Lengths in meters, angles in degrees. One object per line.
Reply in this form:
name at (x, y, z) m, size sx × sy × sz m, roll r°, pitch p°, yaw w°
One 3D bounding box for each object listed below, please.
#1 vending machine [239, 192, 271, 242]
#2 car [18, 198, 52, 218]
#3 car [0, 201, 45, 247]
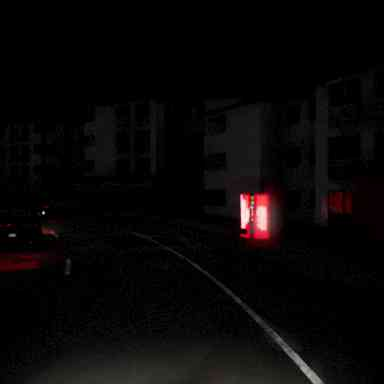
vending machine at (2.738, 1.046, 14.493) m, size 1.100 × 2.100 × 0.880 m, roll 0°, pitch 1°, yaw -23°
car at (-12.493, 1.240, 25.510) m, size 4.892 × 1.490 × 1.837 m, roll 0°, pitch 0°, yaw 42°
car at (-7.380, 1.335, 13.794) m, size 1.882 × 1.535 × 5.008 m, roll 0°, pitch 0°, yaw -27°
